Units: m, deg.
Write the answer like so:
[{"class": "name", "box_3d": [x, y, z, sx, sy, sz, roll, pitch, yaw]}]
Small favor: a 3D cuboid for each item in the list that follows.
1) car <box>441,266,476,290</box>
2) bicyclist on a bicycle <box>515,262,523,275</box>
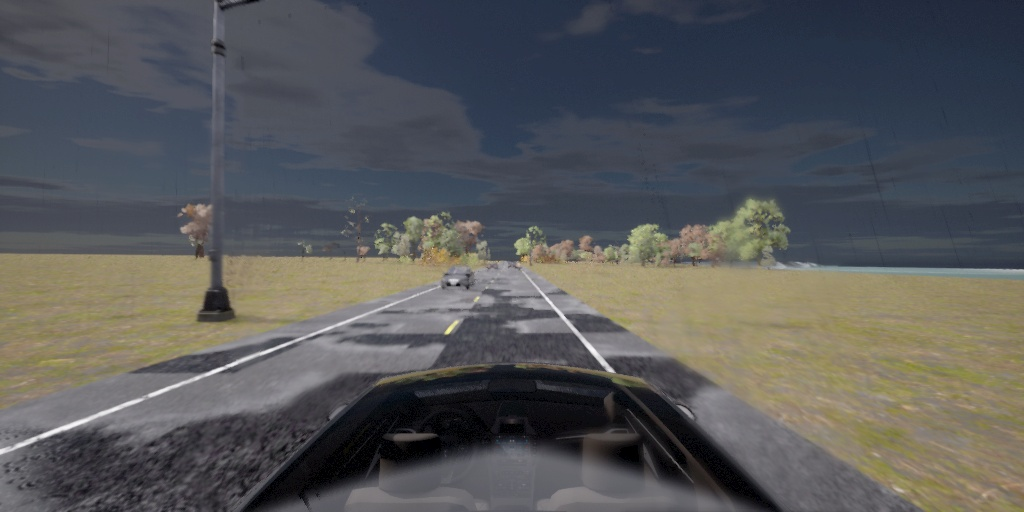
[{"class": "car", "box_3d": [-3.594, 1.444, 24.562, 2.128, 1.511, 4.902, 0, -1, 0]}, {"class": "bicyclist on a bicycle", "box_3d": [0.962, 1.569, 45.084, 0.866, 1.612, 1.509, 0, -1, 0]}]
